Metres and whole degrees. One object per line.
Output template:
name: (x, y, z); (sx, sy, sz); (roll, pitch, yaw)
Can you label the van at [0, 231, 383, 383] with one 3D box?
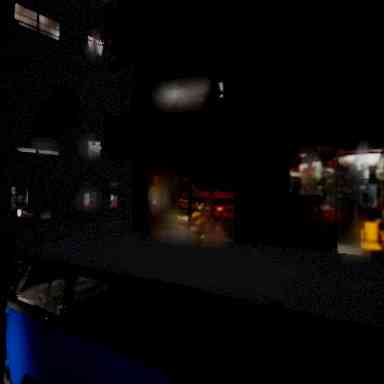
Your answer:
van: (-0.033, 1.338, 2.882); (3.998, 1.788, 1.690); (0, 1, 35)
